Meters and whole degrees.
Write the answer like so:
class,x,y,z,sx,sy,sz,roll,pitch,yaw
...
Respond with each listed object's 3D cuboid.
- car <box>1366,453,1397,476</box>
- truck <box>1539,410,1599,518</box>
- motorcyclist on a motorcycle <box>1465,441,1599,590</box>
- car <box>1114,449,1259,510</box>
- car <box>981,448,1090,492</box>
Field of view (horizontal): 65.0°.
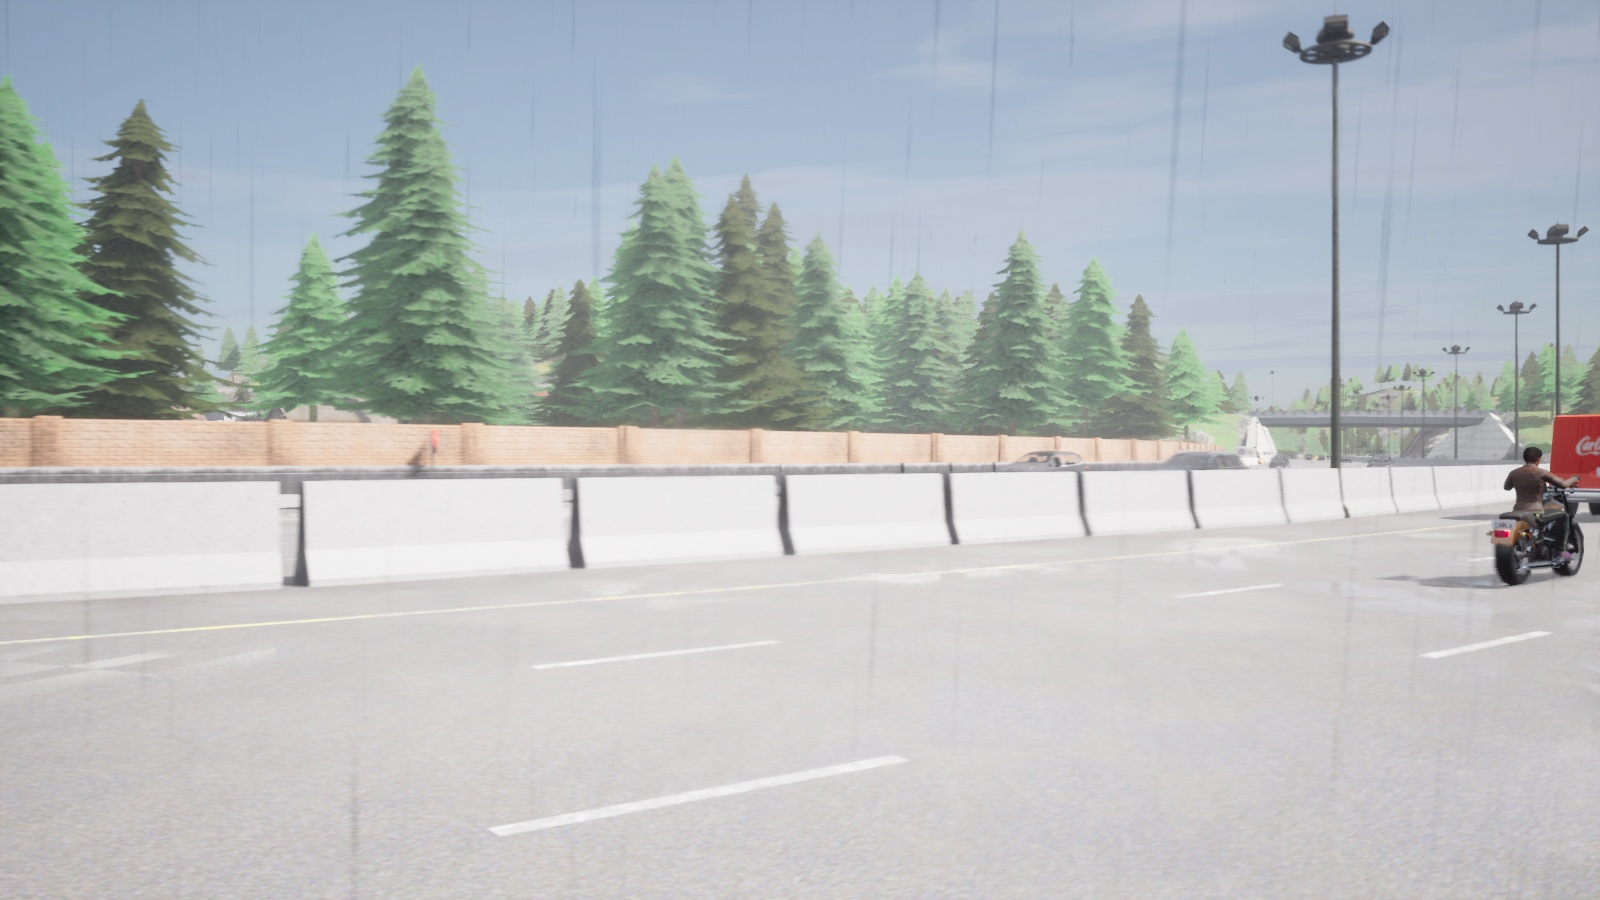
class,x,y,z,sx,sy,sz,roll,pitch,yaw
car,39.019,0.948,84.298,1.789,1.549,3.705,0,0,23
truck,20.002,0.320,30.315,2.627,2.467,5.204,0,0,43
motorcyclist on a motorcycle,8.807,0.730,14.917,2.350,1.649,0.766,0,-1,-40
car,11.246,0.790,36.361,2.033,1.649,4.856,0,0,44
car,9.407,0.767,49.882,2.242,1.667,4.611,0,0,41
